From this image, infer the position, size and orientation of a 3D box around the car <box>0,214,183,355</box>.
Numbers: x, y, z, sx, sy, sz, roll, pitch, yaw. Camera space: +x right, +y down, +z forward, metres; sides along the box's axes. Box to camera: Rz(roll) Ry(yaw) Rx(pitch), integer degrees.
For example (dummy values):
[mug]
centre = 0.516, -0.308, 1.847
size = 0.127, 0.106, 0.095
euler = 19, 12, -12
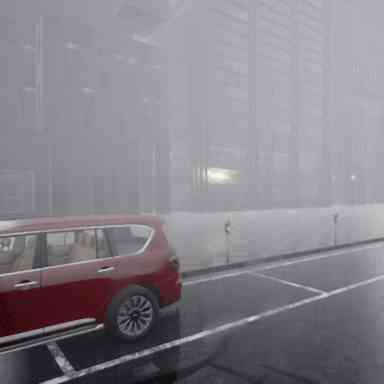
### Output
[car]
centre = -2.478, 1.314, 4.885
size = 5.009, 1.841, 2.192
euler = 0, 0, -36
